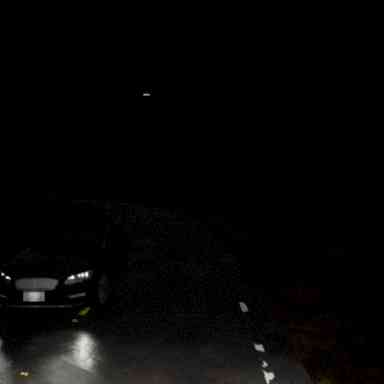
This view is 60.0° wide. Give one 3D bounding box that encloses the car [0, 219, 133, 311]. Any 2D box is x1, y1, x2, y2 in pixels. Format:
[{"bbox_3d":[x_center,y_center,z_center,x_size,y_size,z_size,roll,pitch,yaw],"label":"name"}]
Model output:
[{"bbox_3d":[-2.623,1.445,7.917,2.128,1.511,4.902,0,0,-1],"label":"car"}]
